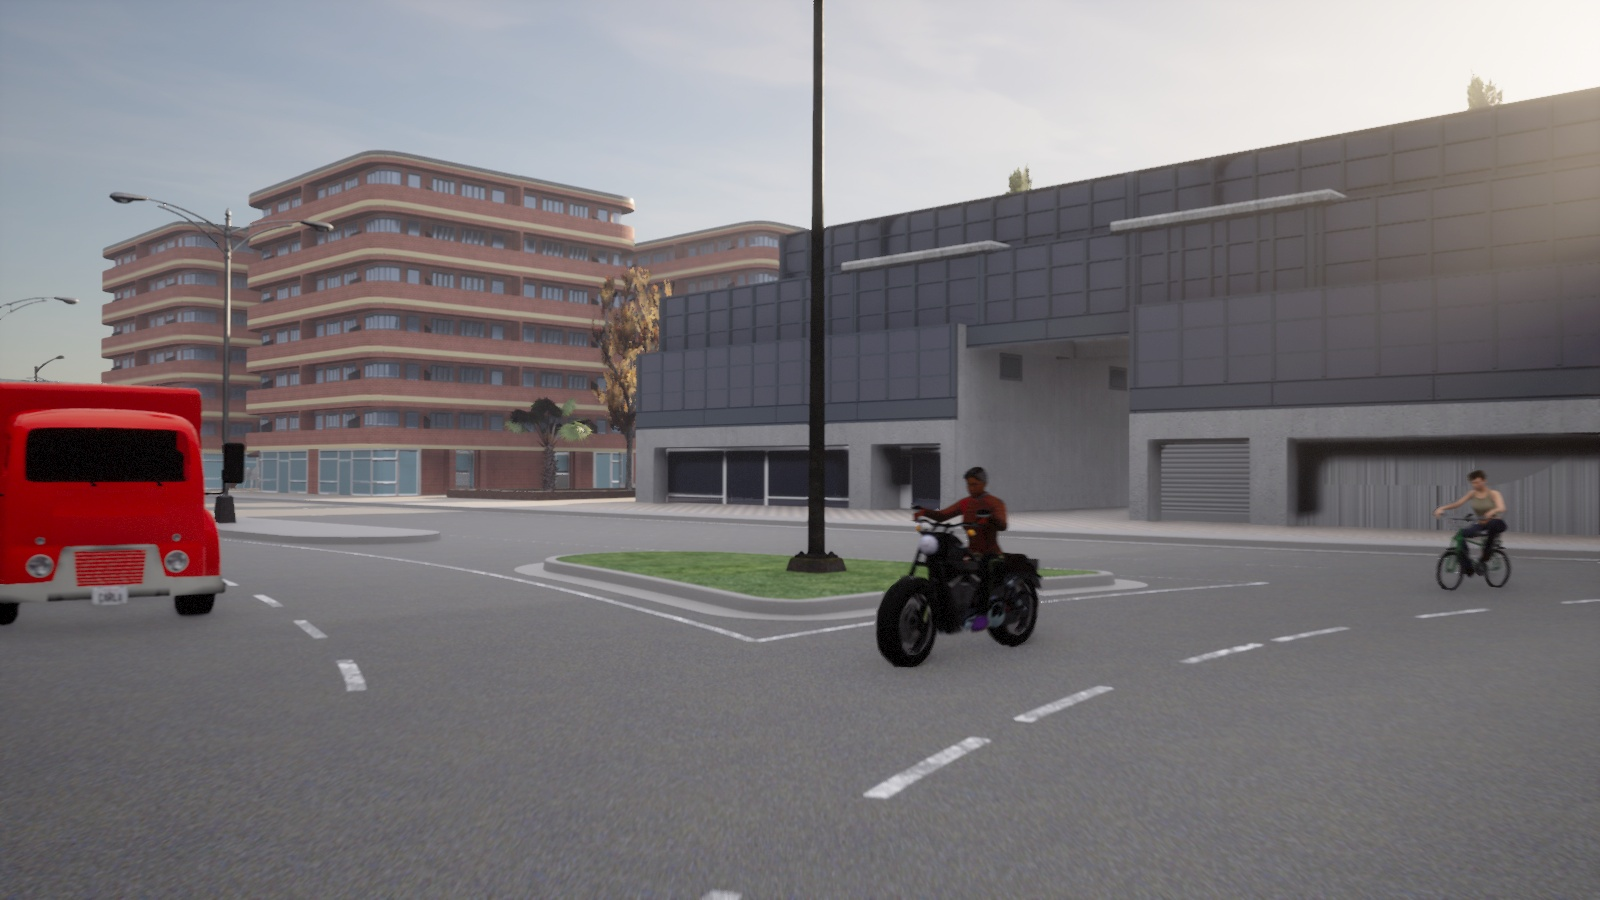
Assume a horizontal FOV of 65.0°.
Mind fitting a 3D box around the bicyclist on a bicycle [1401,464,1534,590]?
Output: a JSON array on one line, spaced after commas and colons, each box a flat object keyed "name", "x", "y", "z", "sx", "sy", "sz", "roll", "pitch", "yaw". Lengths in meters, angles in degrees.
[{"name": "bicyclist on a bicycle", "x": 9.023, "y": 1.004, "z": 16.972, "sx": 1.509, "sy": 1.612, "sz": 0.866, "roll": 0, "pitch": 0, "yaw": -27}]

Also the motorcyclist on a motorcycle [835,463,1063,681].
[{"name": "motorcyclist on a motorcycle", "x": 1.332, "y": 0.939, "z": 10.693, "sx": 0.766, "sy": 1.649, "sz": 2.350, "roll": 0, "pitch": -1, "yaw": 40}]

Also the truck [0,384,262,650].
[{"name": "truck", "x": -8.063, "y": 0.563, "z": 14.329, "sx": 2.627, "sy": 2.467, "sz": 5.204, "roll": 0, "pitch": 1, "yaw": -34}]
